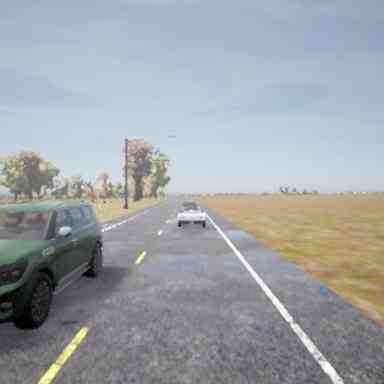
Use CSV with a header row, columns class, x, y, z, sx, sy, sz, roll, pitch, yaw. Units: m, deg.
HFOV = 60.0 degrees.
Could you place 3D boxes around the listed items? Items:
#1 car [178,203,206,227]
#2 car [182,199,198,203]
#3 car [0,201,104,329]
class,x,y,z,sx,sy,sz,roll,pitch,yaw
car,-0.024,1.694,23.747,1.895,1.301,4.718,0,0,-1
car,-0.246,1.662,41.593,2.128,1.511,4.902,0,0,-1
car,-3.592,1.251,7.360,2.150,2.045,5.566,0,0,0
